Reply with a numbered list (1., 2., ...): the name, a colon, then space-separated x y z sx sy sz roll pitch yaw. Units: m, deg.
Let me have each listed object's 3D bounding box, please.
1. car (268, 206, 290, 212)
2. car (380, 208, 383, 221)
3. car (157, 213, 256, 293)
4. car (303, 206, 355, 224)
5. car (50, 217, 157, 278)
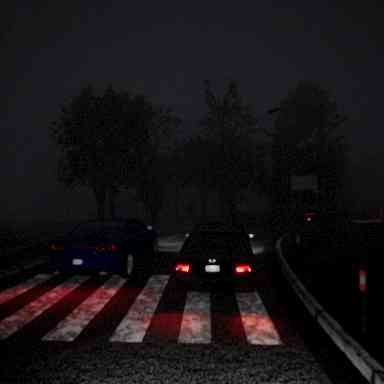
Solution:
1. car: 18.982 3.841 72.571 4.892 1.490 1.837 -4 -6 41
2. car: 18.251 1.652 28.796 5.008 1.535 1.882 0 -3 -35
3. car: 0.702 1.531 8.980 2.033 1.411 5.357 -1 0 7
4. car: 11.803 1.956 28.585 4.892 1.490 1.837 -1 -4 -27
5. car: -2.389 1.498 10.279 1.882 1.535 5.008 -1 0 7
